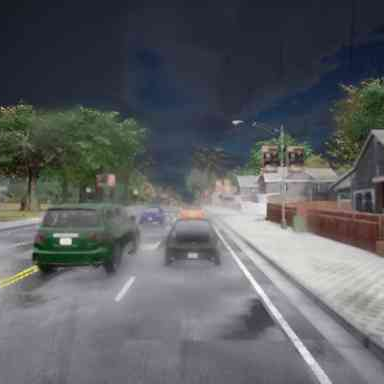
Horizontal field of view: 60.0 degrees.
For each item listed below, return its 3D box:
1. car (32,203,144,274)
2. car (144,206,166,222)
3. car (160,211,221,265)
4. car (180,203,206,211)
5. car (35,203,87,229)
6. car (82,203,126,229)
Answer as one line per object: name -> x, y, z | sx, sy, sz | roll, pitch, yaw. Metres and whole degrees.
car -> -3.218, 1.386, 11.221 | 2.150, 2.045, 5.566 | 0, -1, 0
car -> -3.212, 1.946, 28.028 | 1.812, 1.442, 4.674 | 0, -1, 0
car -> 0.043, 1.686, 12.391 | 1.837, 1.490, 4.892 | 0, -1, 0
car -> 0.050, 1.761, 27.365 | 2.097, 1.767, 4.553 | 0, -1, 1
car -> -9.797, 1.728, 25.356 | 2.097, 1.767, 4.553 | 0, -1, 0
car -> -6.547, 1.728, 25.351 | 2.097, 1.767, 4.553 | 0, -1, 1
